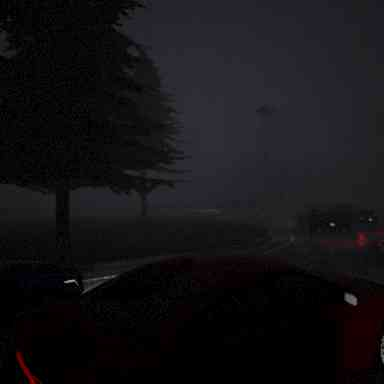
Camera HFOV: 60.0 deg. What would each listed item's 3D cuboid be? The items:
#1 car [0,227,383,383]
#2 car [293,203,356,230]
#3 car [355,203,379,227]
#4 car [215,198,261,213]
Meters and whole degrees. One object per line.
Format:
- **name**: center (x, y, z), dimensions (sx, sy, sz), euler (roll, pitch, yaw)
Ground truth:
- **car**: center (0.623, 1.465, 3.941), dimensions (5.008, 1.535, 1.882), euler (0, 0, -35)
- **car**: center (7.036, 1.413, 18.429), dimensions (1.882, 1.535, 5.008), euler (1, 0, 6)
- **car**: center (10.228, 1.446, 22.064), dimensions (1.812, 1.442, 4.674), euler (0, 0, -10)
- **car**: center (4.804, 1.394, 35.308), dimensions (4.892, 1.490, 1.837), euler (0, -1, 32)
